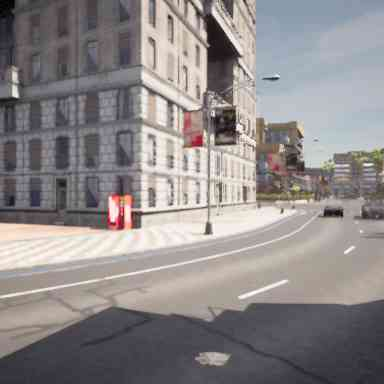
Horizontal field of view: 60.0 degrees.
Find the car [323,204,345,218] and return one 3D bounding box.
[{"bbox_3d":[14.046,1.824,32.853,1.895,1.301,4.718,0,0,25],"label":"car"}]

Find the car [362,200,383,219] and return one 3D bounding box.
[{"bbox_3d":[16.991,1.556,30.885,2.097,1.767,4.553,0,0,25],"label":"car"}]
